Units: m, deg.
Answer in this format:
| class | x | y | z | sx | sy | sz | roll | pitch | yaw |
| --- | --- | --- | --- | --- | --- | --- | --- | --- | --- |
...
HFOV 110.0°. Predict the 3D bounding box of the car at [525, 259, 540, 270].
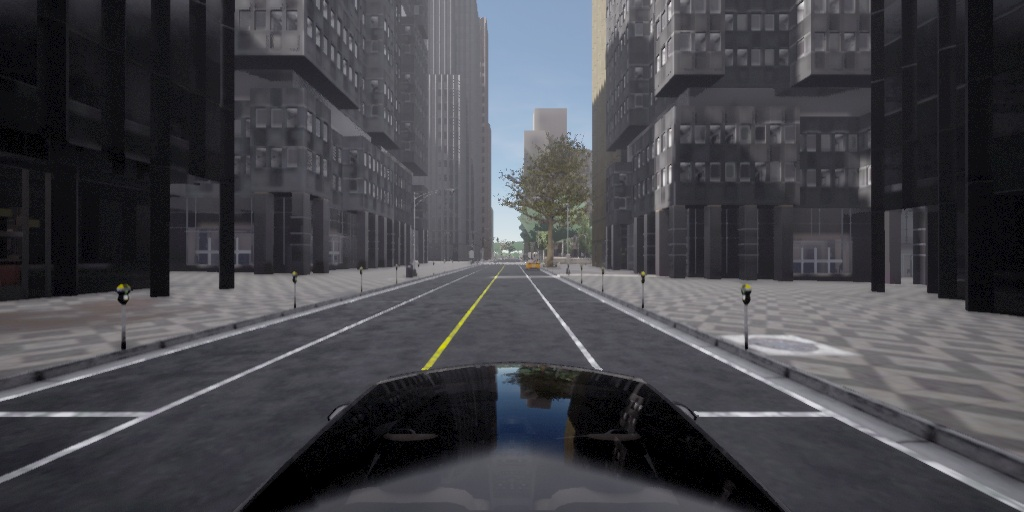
| class | x | y | z | sx | sy | sz | roll | pitch | yaw |
| --- | --- | --- | --- | --- | --- | --- | --- | --- | --- |
| car | 3.000 | 1.235 | 51.875 | 1.882 | 1.535 | 5.008 | 0 | 0 | 0 |
